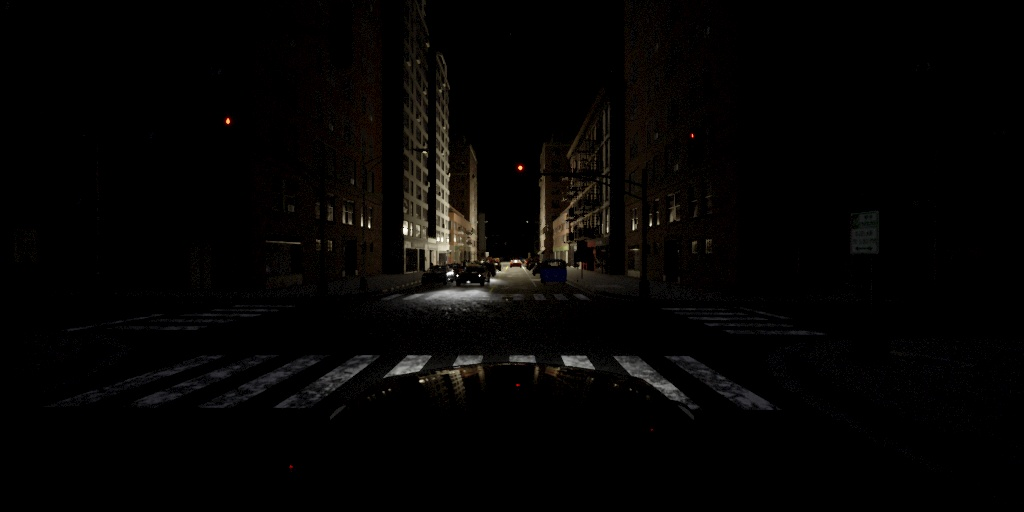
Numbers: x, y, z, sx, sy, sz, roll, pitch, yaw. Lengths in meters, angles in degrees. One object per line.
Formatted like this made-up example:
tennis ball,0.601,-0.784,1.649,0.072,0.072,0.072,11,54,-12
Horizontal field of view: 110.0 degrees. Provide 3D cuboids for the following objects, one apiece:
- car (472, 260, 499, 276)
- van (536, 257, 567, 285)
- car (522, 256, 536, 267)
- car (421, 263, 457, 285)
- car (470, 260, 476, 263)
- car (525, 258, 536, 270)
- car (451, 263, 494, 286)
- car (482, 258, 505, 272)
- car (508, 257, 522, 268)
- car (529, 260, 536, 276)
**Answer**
car,-2.544,1.349,35.158,1.895,1.301,4.718,0,0,1
van,2.850,1.089,25.375,1.690,1.789,3.998,0,0,1
car,3.110,1.054,53.781,2.192,1.841,5.009,0,0,1
car,-5.175,1.299,25.440,2.007,1.370,4.403,0,0,1
car,-4.968,1.269,47.997,1.751,1.417,4.829,0,0,1
car,3.058,1.325,48.099,1.802,1.307,4.207,0,0,1
car,-2.649,1.349,25.147,1.895,1.301,4.718,0,0,4
car,-2.415,1.308,47.246,1.994,1.385,4.181,0,0,2
car,0.626,1.336,59.057,1.895,1.301,4.718,0,0,1
car,2.954,1.329,36.736,1.802,1.307,4.207,0,0,1
